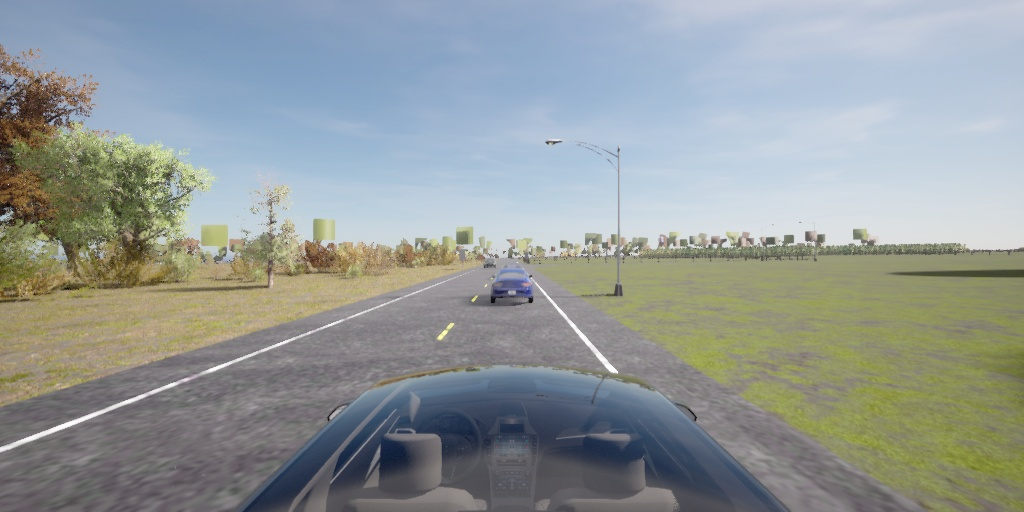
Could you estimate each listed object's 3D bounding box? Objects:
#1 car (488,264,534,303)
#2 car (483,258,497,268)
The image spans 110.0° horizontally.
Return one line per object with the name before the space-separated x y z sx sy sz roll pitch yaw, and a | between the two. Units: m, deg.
car | 0.000 1.284 16.500 1.812 1.442 4.674 0 0 0
car | -3.500 1.156 58.312 2.097 1.767 4.553 0 0 0
